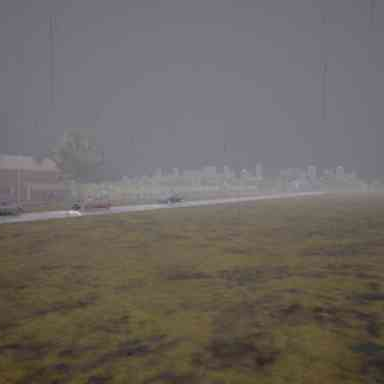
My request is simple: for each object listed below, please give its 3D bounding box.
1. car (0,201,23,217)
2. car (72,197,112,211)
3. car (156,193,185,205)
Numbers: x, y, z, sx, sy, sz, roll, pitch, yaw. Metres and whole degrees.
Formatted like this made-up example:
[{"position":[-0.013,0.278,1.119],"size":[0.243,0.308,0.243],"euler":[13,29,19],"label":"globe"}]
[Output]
[{"position":[-16.592,1.464,27.980],"size":[1.994,1.385,4.181],"euler":[1,2,34],"label":"car"},{"position":[-10.787,1.266,36.002],"size":[1.994,1.385,4.181],"euler":[1,2,36],"label":"car"},{"position":[-2.989,0.930,46.807],"size":[1.837,1.490,4.892],"euler":[1,2,36],"label":"car"}]
